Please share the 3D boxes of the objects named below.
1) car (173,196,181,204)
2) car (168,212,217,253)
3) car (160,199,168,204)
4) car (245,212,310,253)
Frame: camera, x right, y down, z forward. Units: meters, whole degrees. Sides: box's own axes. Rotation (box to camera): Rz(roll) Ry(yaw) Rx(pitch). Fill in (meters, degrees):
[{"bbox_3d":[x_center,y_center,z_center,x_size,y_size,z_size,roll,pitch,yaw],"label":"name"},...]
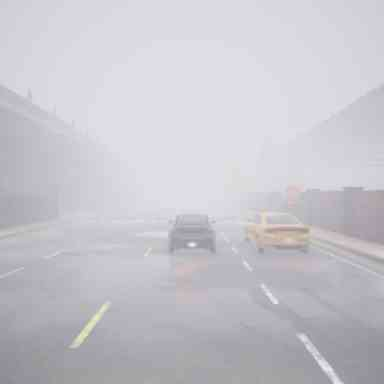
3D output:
[{"bbox_3d":[-3.875,2.039,86.968,2.150,2.045,5.566,0,-1,-1],"label":"car"},{"bbox_3d":[0.011,1.643,14.308,1.837,1.490,4.892,0,0,0],"label":"car"},{"bbox_3d":[-7.374,2.409,86.906,1.895,1.301,4.718,0,-1,-1],"label":"car"},{"bbox_3d":[3.512,1.614,14.464,1.882,1.535,5.008,0,0,0],"label":"car"}]
